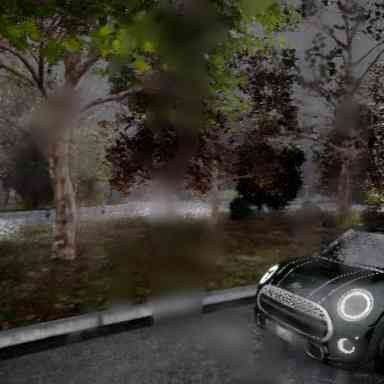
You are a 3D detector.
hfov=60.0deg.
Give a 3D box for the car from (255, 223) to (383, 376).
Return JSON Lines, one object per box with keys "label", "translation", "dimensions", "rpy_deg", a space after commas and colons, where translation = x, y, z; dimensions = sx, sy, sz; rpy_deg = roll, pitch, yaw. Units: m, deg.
{"label": "car", "translation": [3.281, 1.333, 5.447], "dimensions": [4.553, 1.767, 2.097], "rpy_deg": [0, 0, -25]}
